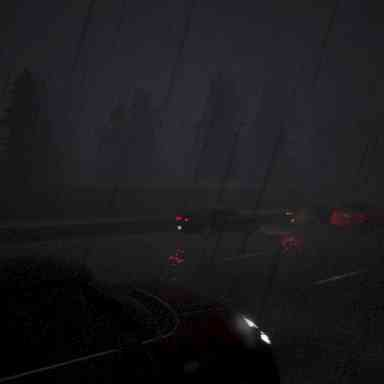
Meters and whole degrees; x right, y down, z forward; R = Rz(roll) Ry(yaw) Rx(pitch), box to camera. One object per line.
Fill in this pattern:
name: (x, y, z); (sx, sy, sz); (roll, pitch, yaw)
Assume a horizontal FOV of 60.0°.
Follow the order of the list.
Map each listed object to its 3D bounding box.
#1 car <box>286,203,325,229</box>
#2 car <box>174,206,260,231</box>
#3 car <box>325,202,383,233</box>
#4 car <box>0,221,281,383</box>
car: (8.281, 1.509, 21.769); (4.892, 1.490, 1.837); (0, 0, -32)
car: (1.432, 1.503, 17.352); (4.892, 1.490, 1.837); (1, -1, -33)
car: (10.318, 1.355, 19.718); (4.553, 1.767, 2.097); (0, 0, -36)
car: (-1.343, 1.351, 2.790); (4.553, 1.767, 2.097); (0, 0, -36)
